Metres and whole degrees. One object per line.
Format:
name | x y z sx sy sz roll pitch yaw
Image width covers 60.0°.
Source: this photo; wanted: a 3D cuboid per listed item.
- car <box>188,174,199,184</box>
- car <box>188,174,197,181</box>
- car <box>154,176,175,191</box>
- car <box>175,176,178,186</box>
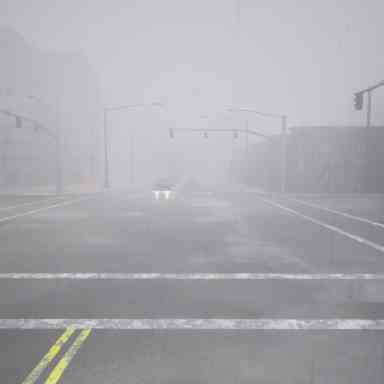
car | 0.196 -2.138 58.594 1.812 1.442 4.674 0 4 0
car | 0.111 -3.467 78.387 2.128 1.511 4.902 0 4 0
car | -3.540 -0.945 41.390 1.994 1.385 4.181 0 4 0
car | -3.522 -1.669 51.296 1.837 1.490 4.892 0 4 0
